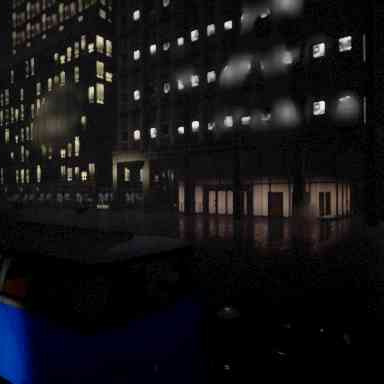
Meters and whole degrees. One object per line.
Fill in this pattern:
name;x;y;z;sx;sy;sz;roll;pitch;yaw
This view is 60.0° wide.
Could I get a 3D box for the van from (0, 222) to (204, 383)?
van;-1.773;1.338;4.150;3.998;1.788;1.690;0;0;36
